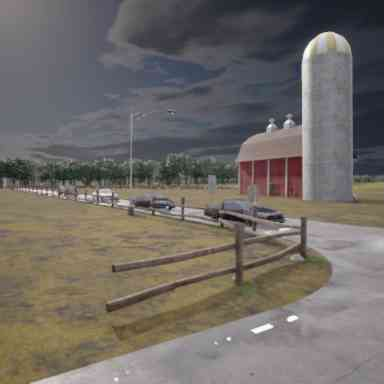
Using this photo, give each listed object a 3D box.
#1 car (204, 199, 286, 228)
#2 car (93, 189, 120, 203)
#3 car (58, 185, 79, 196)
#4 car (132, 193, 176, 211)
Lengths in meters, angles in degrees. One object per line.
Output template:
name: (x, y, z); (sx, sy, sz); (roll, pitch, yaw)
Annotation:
car: (2.896, 1.137, 19.595); (2.033, 1.411, 5.357); (-1, 2, -35)
car: (-9.698, 0.396, 37.280); (1.812, 1.442, 4.674); (-1, 2, -35)
car: (-18.631, -0.185, 49.983); (2.097, 1.767, 4.553); (-1, 2, -35)
car: (-3.486, 0.765, 28.552); (2.033, 1.411, 5.357); (-1, 2, -36)
